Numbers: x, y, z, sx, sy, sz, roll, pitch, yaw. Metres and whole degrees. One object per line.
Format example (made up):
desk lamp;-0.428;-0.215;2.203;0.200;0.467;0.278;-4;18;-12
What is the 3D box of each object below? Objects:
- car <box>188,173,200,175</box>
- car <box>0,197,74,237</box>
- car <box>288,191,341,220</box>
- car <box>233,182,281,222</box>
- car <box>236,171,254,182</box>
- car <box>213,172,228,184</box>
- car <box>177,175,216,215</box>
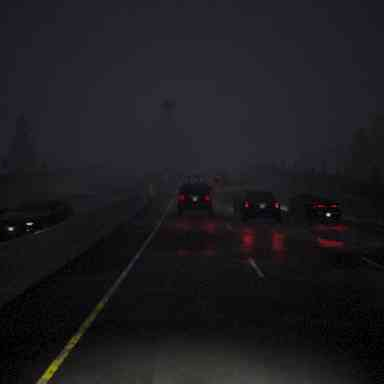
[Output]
car;0.220;-1.396;38.393;2.097;1.767;4.553;0;6;1
car;-6.962;1.047;15.230;1.837;1.490;4.892;0;3;0
car;7.170;0.716;19.834;1.837;1.490;4.892;0;5;0
car;3.668;0.593;19.382;2.097;1.767;4.553;0;5;0
car;7.318;-2.116;46.041;1.882;1.535;5.008;0;6;0
car;3.811;-1.962;44.803;2.128;1.511;4.902;0;6;0
car;0.181;0.250;21.834;2.150;2.045;5.566;0;6;0
